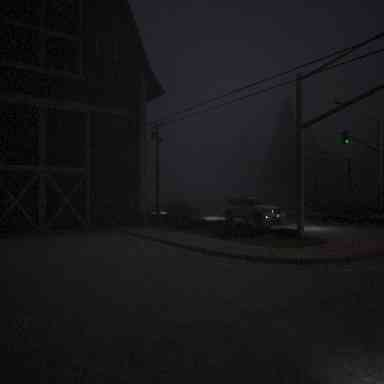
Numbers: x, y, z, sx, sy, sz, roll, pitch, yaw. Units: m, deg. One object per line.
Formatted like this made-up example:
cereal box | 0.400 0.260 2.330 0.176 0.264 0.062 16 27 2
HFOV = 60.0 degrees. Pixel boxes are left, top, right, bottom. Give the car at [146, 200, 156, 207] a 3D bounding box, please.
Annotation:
car | -6.329 1.784 42.571 1.837 1.490 4.892 0 0 -34

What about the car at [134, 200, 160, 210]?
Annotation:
car | -6.759 1.919 49.544 1.895 1.301 4.718 0 0 -34

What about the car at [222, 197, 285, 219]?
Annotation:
car | 4.699 1.399 26.483 2.150 2.045 5.566 0 0 -34

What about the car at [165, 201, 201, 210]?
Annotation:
car | -0.942 1.707 34.710 1.882 1.535 5.008 0 0 -35
